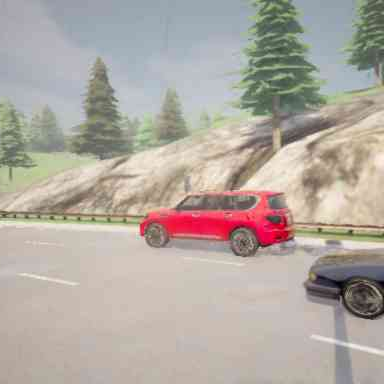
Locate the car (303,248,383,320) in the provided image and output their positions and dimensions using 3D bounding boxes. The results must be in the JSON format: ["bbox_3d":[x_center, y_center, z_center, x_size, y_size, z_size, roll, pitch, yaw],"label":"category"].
[{"bbox_3d":[4.656,1.367,5.228,5.357,1.411,2.033,0,1,34],"label":"car"}]

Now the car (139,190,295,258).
[{"bbox_3d":[0.740,0.968,11.829,5.566,2.045,2.150,0,1,30],"label":"car"}]
